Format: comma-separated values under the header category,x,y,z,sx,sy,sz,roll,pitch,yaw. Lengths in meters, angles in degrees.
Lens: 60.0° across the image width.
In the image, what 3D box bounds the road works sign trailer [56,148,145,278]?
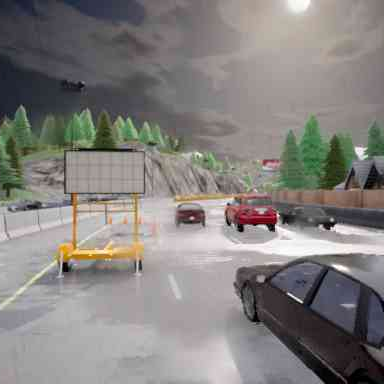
category,x,y,z,sx,sy,sz,roll,pitch,yaw
road works sign trailer,-2.629,0.464,10.240,2.380,3.560,2.880,0,0,-7

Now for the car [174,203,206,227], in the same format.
category,x,y,z,sx,sy,sz,roll,pitch,yaw
car,-0.188,1.477,22.934,1.882,1.535,5.008,0,0,-4

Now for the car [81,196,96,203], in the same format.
category,x,y,z,sx,sy,sz,roll,pitch,yaw
car,-21.352,1.521,69.476,2.128,1.511,4.902,0,0,11

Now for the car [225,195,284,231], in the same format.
category,x,y,z,sx,sy,sz,roll,pitch,yaw
car,3.479,1.218,20.418,2.150,2.045,5.566,0,-1,-5

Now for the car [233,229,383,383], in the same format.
category,x,y,z,sx,sy,sz,roll,pitch,yaw
car,2.163,1.547,4.283,2.033,1.411,5.357,0,0,-11

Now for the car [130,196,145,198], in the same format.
category,x,y,z,sx,sy,sz,roll,pitch,yaw
car,-12.474,1.154,76.571,2.033,1.411,5.357,0,0,15

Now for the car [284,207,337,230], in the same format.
category,x,y,z,sx,sy,sz,roll,pitch,yaw
car,6.968,1.600,20.729,1.895,1.301,4.718,0,0,-5

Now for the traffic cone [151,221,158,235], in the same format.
category,x,y,z,sx,sy,sz,roll,pitch,yaw
traffic cone,-1.950,1.955,17.364,0.340,0.580,0.340,0,0,-7

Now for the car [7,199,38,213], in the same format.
category,x,y,z,sx,sy,sz,roll,pitch,yaw
car,-18.158,1.491,36.367,2.128,1.511,4.902,0,0,1

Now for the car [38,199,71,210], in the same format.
category,x,y,z,sx,sy,sz,roll,pitch,yaw
car,-14.658,1.525,36.596,1.812,1.442,4.674,0,0,1

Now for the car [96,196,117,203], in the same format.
category,x,y,z,sx,sy,sz,roll,pitch,yaw
car,-17.616,1.538,70.201,2.033,1.411,5.357,0,0,11
